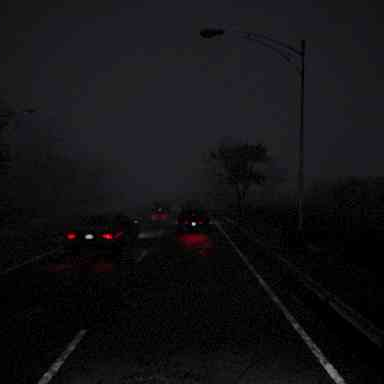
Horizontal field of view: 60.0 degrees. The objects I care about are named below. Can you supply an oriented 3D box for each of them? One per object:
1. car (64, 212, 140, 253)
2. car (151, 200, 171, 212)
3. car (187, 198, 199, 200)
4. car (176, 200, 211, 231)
[{"bbox_3d":[-3.398,1.533,13.496,2.033,1.411,5.357,0,0,0],"label":"car"},{"bbox_3d":[-3.397,1.563,37.318,1.895,1.301,4.718,0,0,0],"label":"car"},{"bbox_3d":[0.103,1.432,40.480,1.882,1.535,5.008,0,0,0],"label":"car"},{"bbox_3d":[0.096,1.484,20.490,1.837,1.490,4.892,0,0,0],"label":"car"}]
